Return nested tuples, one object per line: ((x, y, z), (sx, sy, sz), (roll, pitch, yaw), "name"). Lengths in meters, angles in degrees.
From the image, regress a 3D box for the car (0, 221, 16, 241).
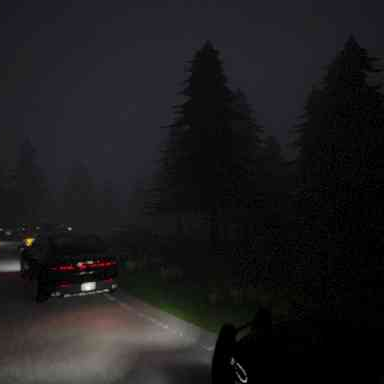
((-12.224, 2.732, 24.650), (2.128, 1.511, 4.902), (-2, -5, 0), "car")

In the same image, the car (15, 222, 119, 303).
((-3.550, 1.831, 9.228), (1.837, 1.490, 4.892), (2, -2, -33), "car")

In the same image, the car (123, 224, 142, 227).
((-6.560, 4.236, 36.918), (2.033, 1.411, 5.357), (-4, -10, 23), "car")

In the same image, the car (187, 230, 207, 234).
((0.877, 6.126, 47.334), (5.008, 1.535, 1.882), (10, -12, -41), "car")

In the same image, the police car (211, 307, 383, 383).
((2.524, 1.638, 2.474), (5.238, 1.638, 1.930), (0, -3, 39), "police car")

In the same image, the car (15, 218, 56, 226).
((-6.193, 1.908, 14.302), (1.801, 1.575, 5.366), (0, -2, -22), "car")
